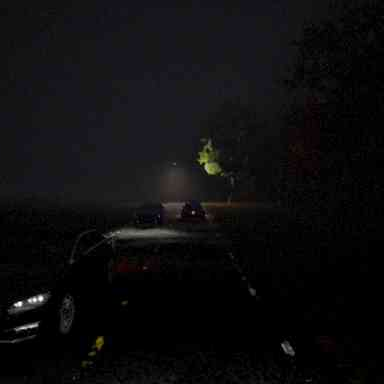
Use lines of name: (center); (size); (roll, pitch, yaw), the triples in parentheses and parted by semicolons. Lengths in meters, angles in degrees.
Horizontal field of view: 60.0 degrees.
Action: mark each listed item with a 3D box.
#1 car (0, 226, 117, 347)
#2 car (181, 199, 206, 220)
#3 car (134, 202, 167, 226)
car: (-2.844, 1.494, 6.677); (2.128, 1.511, 4.902); (0, 0, 0)
car: (0.095, 1.562, 27.773); (1.994, 1.385, 4.181); (0, 0, 0)
car: (-2.851, 1.476, 23.384); (1.882, 1.535, 5.008); (0, 0, 0)
